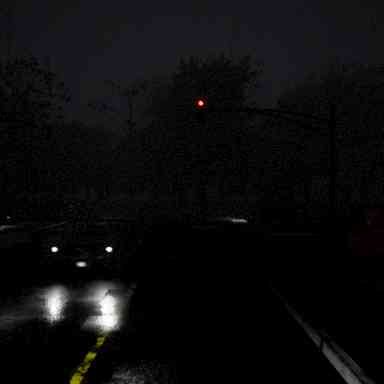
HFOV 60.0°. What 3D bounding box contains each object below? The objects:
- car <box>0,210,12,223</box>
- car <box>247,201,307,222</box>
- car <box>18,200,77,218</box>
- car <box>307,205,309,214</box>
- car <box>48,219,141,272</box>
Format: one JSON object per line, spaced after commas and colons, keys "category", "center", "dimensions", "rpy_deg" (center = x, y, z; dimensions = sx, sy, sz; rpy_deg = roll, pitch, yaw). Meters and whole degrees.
{"category": "car", "center": [-14.901, 1.472, 22.823], "dimensions": [4.674, 1.442, 1.812], "rpy_deg": [0, 0, 0]}
{"category": "car", "center": [6.488, 1.596, 26.347], "dimensions": [4.181, 1.385, 1.994], "rpy_deg": [0, 0, 0]}
{"category": "car", "center": [-12.800, 1.454, 29.531], "dimensions": [4.902, 1.511, 2.128], "rpy_deg": [0, 0, 0]}
{"category": "car", "center": [7.874, 1.532, 29.605], "dimensions": [4.902, 1.511, 2.128], "rpy_deg": [0, 0, 0]}
{"category": "car", "center": [-2.929, 1.601, 10.969], "dimensions": [1.895, 1.301, 4.718], "rpy_deg": [0, 0, 0]}
